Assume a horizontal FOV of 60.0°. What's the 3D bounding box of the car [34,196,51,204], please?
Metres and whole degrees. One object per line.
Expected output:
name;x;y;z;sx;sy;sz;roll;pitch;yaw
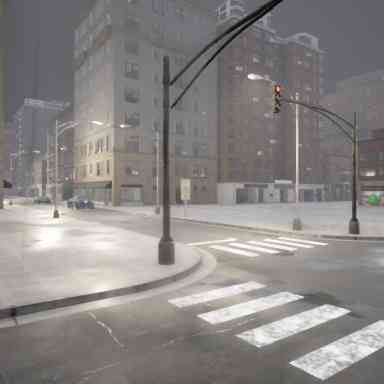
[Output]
car;-25.380;1.287;56.348;1.994;1.385;4.181;0;0;-36

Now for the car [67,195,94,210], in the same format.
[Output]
car;-13.286;1.167;39.424;2.097;1.767;4.553;0;0;-36
